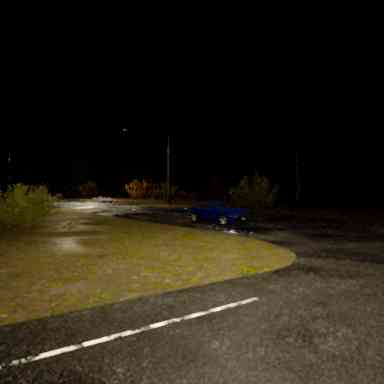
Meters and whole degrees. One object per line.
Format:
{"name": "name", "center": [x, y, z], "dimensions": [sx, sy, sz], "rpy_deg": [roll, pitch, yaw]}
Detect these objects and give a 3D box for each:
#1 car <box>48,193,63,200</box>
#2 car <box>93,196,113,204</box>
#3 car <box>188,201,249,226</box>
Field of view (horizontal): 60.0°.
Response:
{"name": "car", "center": [-32.356, 1.062, 79.592], "dimensions": [2.128, 1.511, 4.902], "rpy_deg": [0, 1, -37]}
{"name": "car", "center": [-15.470, 1.310, 57.259], "dimensions": [1.895, 1.301, 4.718], "rpy_deg": [0, 0, -37]}
{"name": "car", "center": [1.734, 1.395, 22.908], "dimensions": [1.882, 1.535, 5.008], "rpy_deg": [0, 0, -37]}
